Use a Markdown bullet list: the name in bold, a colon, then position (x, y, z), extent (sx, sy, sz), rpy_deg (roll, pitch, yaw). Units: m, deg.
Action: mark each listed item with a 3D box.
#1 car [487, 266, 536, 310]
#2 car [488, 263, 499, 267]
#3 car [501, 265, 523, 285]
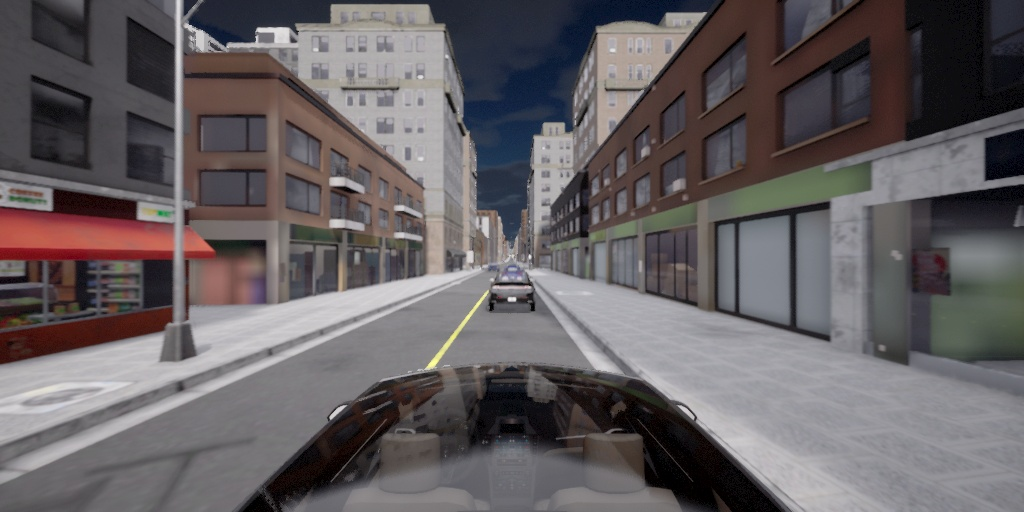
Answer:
- **car**: position (0.021, 1.374, 15.362), extent (2.128, 1.511, 4.902), rpy_deg (0, 0, 0)
- **car**: position (-3.004, 1.827, 59.366), extent (2.033, 1.411, 5.357), rpy_deg (0, -1, 1)
- **car**: position (0.025, 1.551, 30.759), extent (1.812, 1.442, 4.674), rpy_deg (0, 0, 1)
